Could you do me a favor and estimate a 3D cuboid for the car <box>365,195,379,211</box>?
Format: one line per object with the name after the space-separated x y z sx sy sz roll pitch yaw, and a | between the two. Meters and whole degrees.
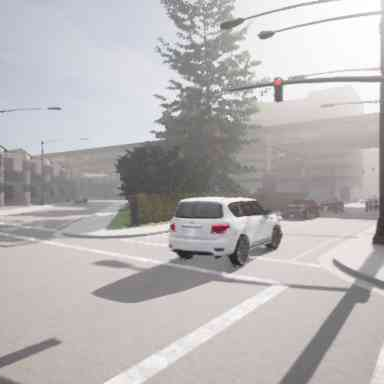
21.349 1.463 38.593 1.837 1.490 4.892 0 0 36 | car

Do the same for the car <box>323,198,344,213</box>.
15.280 1.456 36.471 2.128 1.511 4.902 0 0 36 | car

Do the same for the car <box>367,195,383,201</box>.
38.036 1.254 67.972 4.536 1.218 1.853 0 0 -29 | car

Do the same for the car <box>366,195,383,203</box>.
37.991 1.412 67.946 4.974 1.542 2.038 0 0 -29 | car

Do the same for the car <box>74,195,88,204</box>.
-20.985 1.592 62.916 2.033 1.411 5.357 0 0 -10 | car

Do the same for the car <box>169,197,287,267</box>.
1.396 1.192 11.753 2.150 2.045 5.566 -1 0 31 | car

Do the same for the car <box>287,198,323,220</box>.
9.181 1.319 28.092 2.097 1.767 4.553 0 0 36 | car

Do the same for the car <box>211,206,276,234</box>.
3.224 1.569 19.875 1.895 1.301 4.718 0 0 36 | car
